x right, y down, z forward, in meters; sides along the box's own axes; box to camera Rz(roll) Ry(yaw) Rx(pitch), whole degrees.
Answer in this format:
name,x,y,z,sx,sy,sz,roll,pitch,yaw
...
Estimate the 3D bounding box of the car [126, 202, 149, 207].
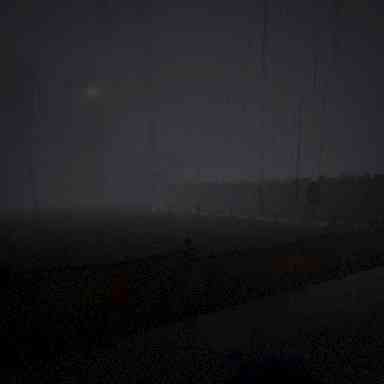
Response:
name,x,y,z,sx,sy,sz,roll,pitch,yaw
car,-7.212,1.937,44.250,1.895,1.301,4.718,1,0,-36
